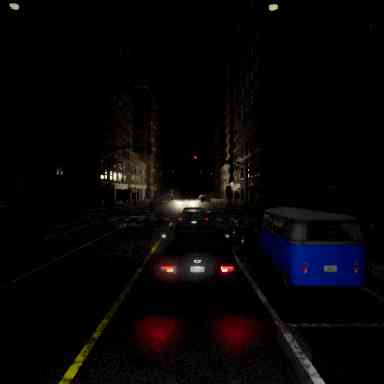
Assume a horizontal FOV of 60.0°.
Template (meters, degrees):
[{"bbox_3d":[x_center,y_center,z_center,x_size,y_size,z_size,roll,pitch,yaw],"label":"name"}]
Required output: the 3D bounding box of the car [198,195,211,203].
[{"bbox_3d":[2.855,1.403,68.734,1.967,1.590,4.097,0,0,0],"label":"car"}]

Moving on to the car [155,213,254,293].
[{"bbox_3d":[0.101,1.546,8.968,2.033,1.411,5.357,0,0,0],"label":"car"}]

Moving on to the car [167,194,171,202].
[{"bbox_3d":[-5.669,1.509,63.248,1.887,1.381,4.507,0,0,0],"label":"car"}]

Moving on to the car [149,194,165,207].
[{"bbox_3d":[-5.669,1.493,52.176,1.752,1.417,4.829,0,0,0],"label":"car"}]

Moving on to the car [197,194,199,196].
[{"bbox_3d":[2.856,1.515,79.632,2.008,1.369,4.403,0,0,0],"label":"car"}]

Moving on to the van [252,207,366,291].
[{"bbox_3d":[2.855,1.339,8.697,1.690,1.788,3.998,0,0,0],"label":"van"}]

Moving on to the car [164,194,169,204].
[{"bbox_3d":[-5.669,1.516,57.797,2.008,1.369,4.403,0,0,0],"label":"car"}]

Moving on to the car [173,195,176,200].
[{"bbox_3d":[-5.669,1.516,79.600,2.008,1.369,4.403,0,0,0],"label":"car"}]

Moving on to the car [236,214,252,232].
[{"bbox_3d":[2.856,1.562,14.358,1.947,1.339,4.313,0,0,0],"label":"car"}]

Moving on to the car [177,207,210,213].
[{"bbox_3d":[0.101,1.557,19.287,1.994,1.385,4.181,0,0,0],"label":"car"}]

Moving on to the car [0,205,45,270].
[{"bbox_3d":[-5.670,1.313,8.657,2.192,1.841,5.009,0,0,0],"label":"car"}]

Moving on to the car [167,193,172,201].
[{"bbox_3d":[-5.669,1.508,68.699,1.887,1.381,4.507,0,0,0],"label":"car"}]

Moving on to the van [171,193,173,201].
[{"bbox_3d":[-5.670,1.305,74.149,1.690,1.788,3.998,0,0,0],"label":"van"}]
